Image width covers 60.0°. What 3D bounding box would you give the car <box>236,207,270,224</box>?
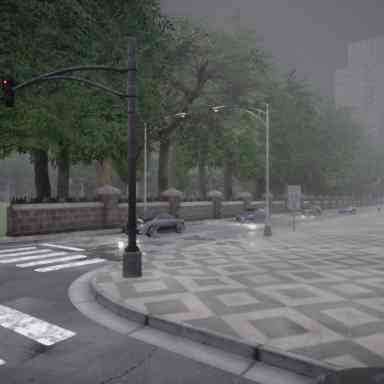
[{"bbox_3d":[5.887,2.156,31.665,1.812,1.442,4.674,0,-1,35],"label":"car"}]

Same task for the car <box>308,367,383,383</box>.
[{"bbox_3d":[2.475,1.551,1.202,4.403,1.369,2.008,0,0,35],"label":"car"}]

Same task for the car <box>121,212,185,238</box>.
[{"bbox_3d":[-2.246,1.902,20.102,1.994,1.385,4.181,0,-1,36],"label":"car"}]

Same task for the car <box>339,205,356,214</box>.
[{"bbox_3d":[24.874,2.780,53.085,2.033,1.411,5.357,0,-1,34],"label":"car"}]

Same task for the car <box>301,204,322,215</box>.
[{"bbox_3d":[17.108,2.535,47.453,2.128,1.511,4.902,0,-1,35],"label":"car"}]
